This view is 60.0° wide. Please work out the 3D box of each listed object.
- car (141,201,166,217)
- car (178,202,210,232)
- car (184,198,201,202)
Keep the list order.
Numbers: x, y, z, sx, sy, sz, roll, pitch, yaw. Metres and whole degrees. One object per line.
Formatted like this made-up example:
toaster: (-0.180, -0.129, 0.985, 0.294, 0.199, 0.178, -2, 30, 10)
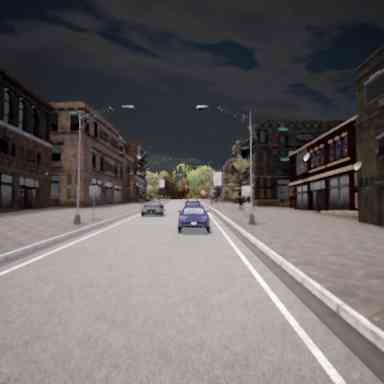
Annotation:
car: (-3.582, 1.579, 31.208, 1.994, 1.385, 4.181, 0, 0, 0)
car: (0.099, 1.537, 20.263, 1.812, 1.442, 4.674, 0, 0, 0)
car: (0.055, 1.510, 40.489, 2.128, 1.511, 4.902, 0, 0, 0)
